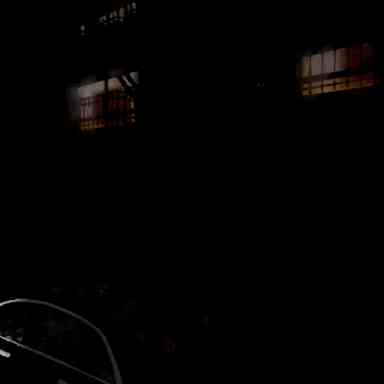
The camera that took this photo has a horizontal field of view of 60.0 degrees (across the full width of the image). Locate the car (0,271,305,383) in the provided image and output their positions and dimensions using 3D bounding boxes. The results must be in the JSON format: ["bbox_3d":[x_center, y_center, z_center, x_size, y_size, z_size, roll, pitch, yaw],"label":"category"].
[{"bbox_3d":[-1.125,1.549,3.473,4.403,1.369,2.008,0,1,36],"label":"car"}]
